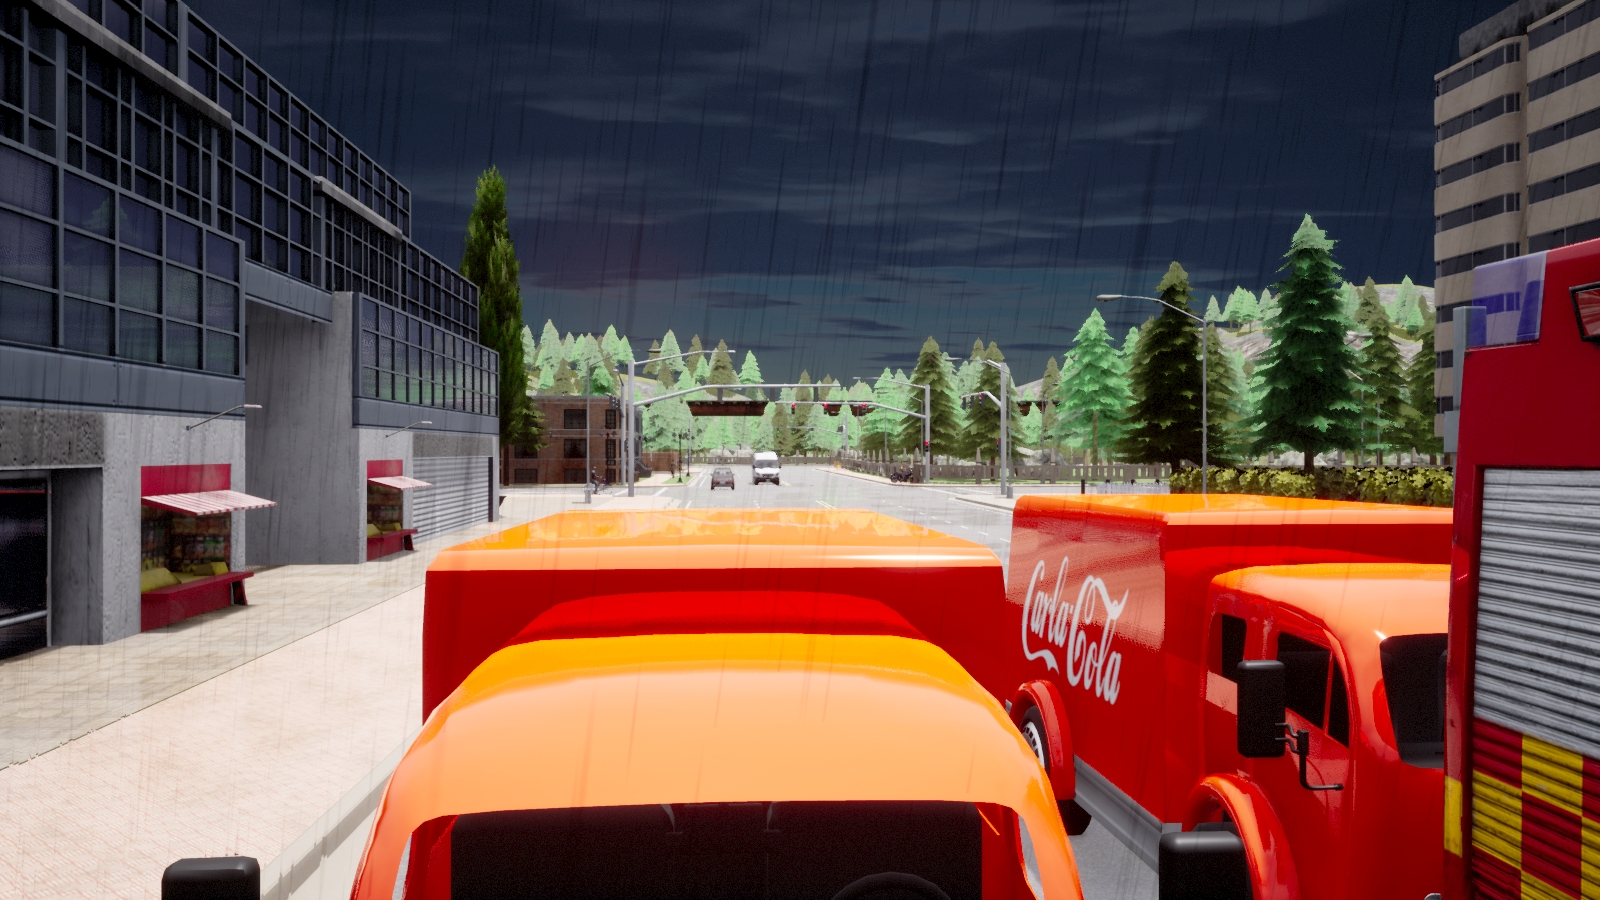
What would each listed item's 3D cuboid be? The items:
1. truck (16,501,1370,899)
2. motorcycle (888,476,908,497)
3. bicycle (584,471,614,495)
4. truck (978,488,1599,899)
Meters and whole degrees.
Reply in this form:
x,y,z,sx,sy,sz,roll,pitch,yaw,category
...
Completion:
x,y,z,sx,sy,sz,roll,pitch,yaw,category
-0.347,1.568,4.821,2.627,2.467,5.204,0,0,-4,truck
5.944,2.205,69.519,0.867,1.251,2.209,0,0,-4,motorcycle
-12.531,2.060,71.198,1.835,1.471,0.329,0,0,-11,bicycle
3.003,1.568,7.234,2.627,2.467,5.204,0,0,-4,truck
